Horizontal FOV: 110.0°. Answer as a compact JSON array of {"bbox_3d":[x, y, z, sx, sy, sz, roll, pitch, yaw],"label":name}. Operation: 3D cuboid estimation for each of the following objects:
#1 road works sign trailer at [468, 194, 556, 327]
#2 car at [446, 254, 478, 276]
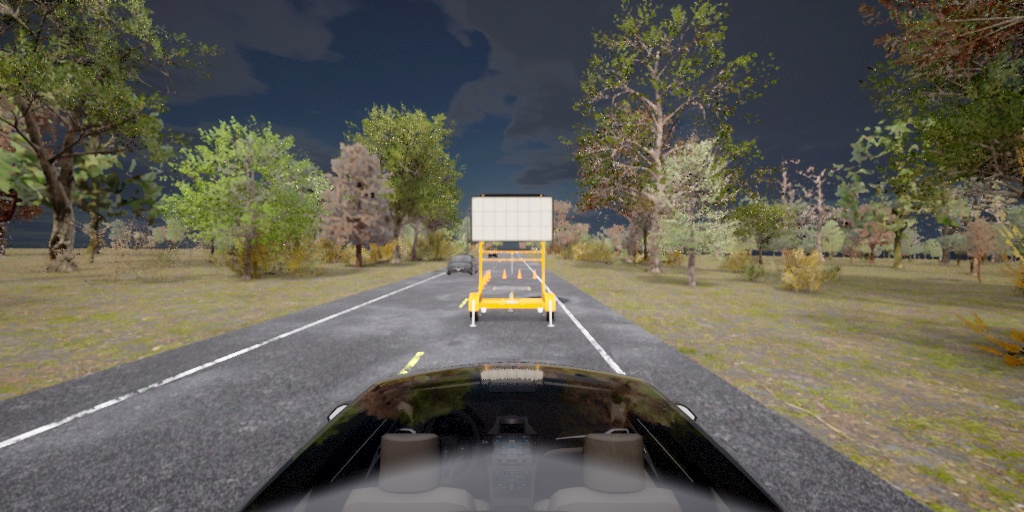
[{"bbox_3d":[0.003,-0.011,10.605,2.380,3.560,2.880,0,0,0],"label":"road works sign trailer"},{"bbox_3d":[-3.600,0.640,26.507,1.837,1.490,4.892,0,1,0],"label":"car"}]
